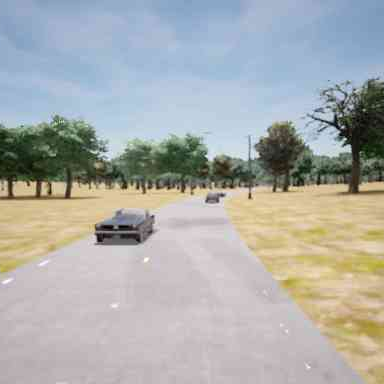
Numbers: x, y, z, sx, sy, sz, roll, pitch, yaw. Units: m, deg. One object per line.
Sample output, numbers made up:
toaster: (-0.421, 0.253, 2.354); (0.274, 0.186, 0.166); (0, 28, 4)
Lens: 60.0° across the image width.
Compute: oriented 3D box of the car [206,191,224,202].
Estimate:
car: (2.999, 0.663, 47.495); (2.128, 1.511, 4.902); (0, 1, 7)

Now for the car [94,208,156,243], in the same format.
car: (-2.864, 1.407, 15.057); (1.895, 1.301, 4.718); (0, 1, 2)

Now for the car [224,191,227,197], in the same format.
car: (5.744, 0.376, 65.361); (1.895, 1.301, 4.718); (0, 1, 11)
